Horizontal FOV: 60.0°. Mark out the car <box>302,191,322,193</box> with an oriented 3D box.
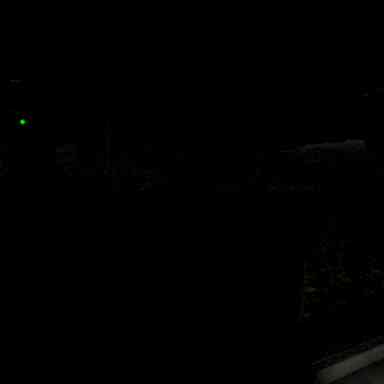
[{"bbox_3d":[21.119,0.678,59.695,1.905,1.878,3.866,0,1,-10],"label":"car"}]
